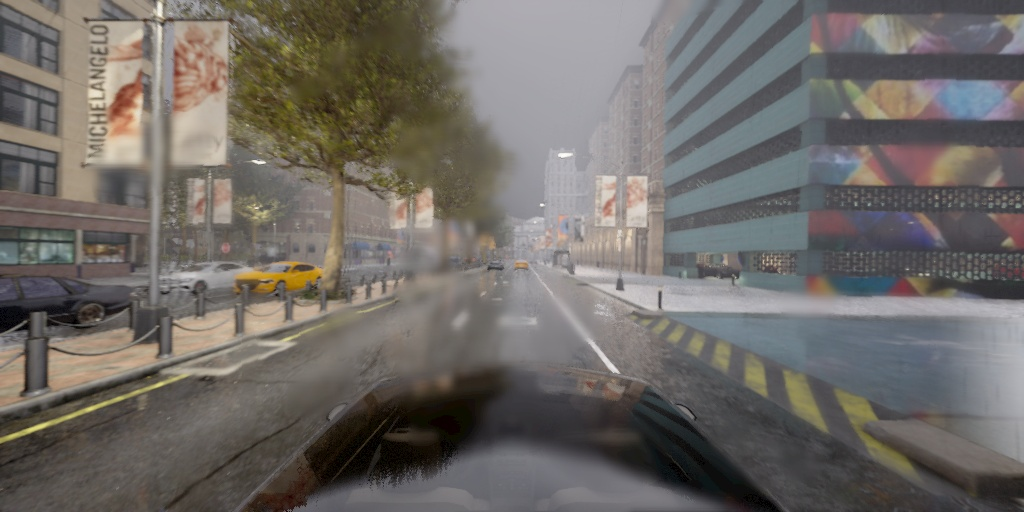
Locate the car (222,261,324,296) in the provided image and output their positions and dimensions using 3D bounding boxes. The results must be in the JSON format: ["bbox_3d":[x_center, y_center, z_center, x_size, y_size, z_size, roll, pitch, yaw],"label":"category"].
[{"bbox_3d":[-11.204,1.030,17.747,1.882,1.535,5.008,1,0,2],"label":"car"}]

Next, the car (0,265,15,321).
[{"bbox_3d":[-14.993,0.984,7.563,2.128,1.511,4.902,1,0,2],"label":"car"}]

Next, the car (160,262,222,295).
[{"bbox_3d":[-14.712,1.018,17.606,1.812,1.442,4.674,1,0,2],"label":"car"}]

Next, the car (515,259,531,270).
[{"bbox_3d":[1.366,1.227,51.648,1.882,1.535,5.008,1,0,2],"label":"car"}]

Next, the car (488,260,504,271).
[{"bbox_3d":[-2.201,1.254,49.283,1.994,1.385,4.181,1,0,2],"label":"car"}]

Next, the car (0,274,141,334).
[{"bbox_3d":[-11.500,1.100,7.723,2.033,1.411,5.357,1,0,2],"label":"car"}]
